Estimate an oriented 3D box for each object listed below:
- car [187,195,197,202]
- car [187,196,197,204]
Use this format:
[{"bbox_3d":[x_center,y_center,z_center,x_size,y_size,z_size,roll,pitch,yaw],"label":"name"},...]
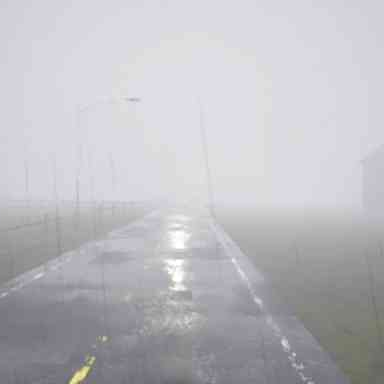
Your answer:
[{"bbox_3d":[0.031,1.574,78.318,2.128,1.511,4.902,0,0,0],"label":"car"},{"bbox_3d":[0.026,1.600,68.000,2.128,1.511,4.902,0,0,0],"label":"car"}]
